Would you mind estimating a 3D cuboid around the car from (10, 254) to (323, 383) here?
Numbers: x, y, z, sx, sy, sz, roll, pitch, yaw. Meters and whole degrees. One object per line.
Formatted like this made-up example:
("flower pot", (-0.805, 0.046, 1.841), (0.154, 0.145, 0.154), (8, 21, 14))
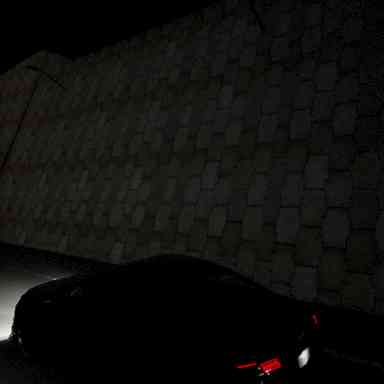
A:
("car", (-0.542, 1.558, 4.384), (4.181, 1.385, 1.994), (0, 0, 36))
